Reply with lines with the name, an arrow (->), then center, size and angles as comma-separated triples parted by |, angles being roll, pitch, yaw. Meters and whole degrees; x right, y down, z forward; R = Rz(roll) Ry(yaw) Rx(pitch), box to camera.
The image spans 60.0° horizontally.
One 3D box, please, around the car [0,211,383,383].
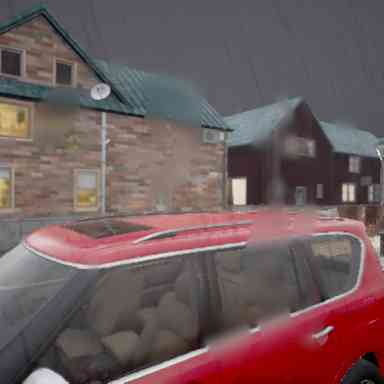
car -> -0.515, 1.228, 2.580 | 5.566, 2.045, 2.150 | 0, 0, -36
